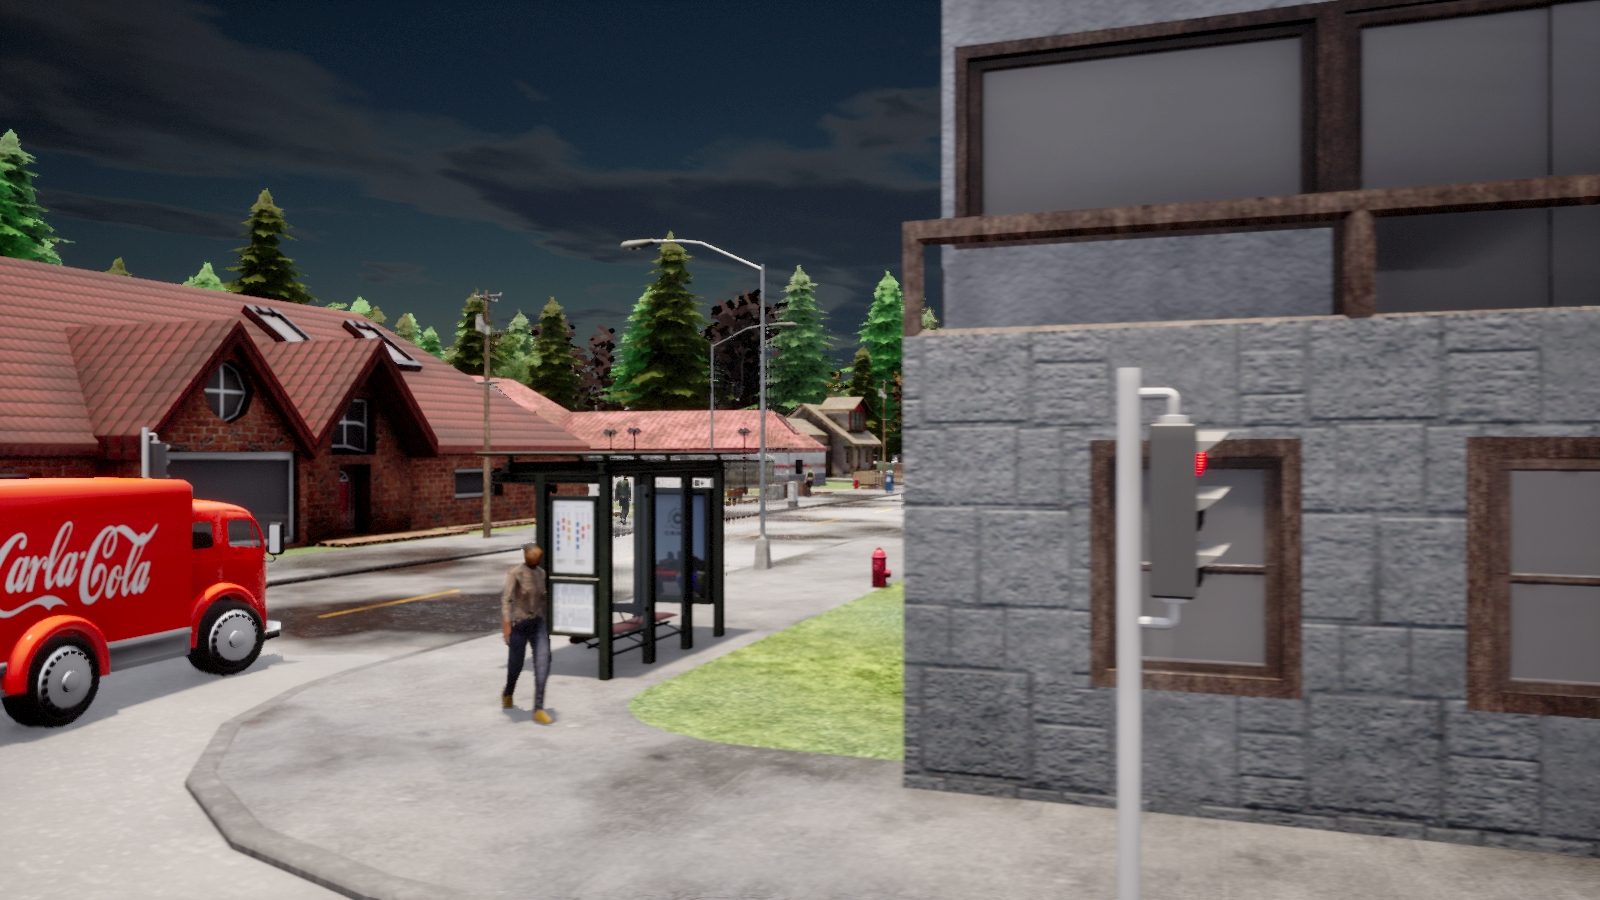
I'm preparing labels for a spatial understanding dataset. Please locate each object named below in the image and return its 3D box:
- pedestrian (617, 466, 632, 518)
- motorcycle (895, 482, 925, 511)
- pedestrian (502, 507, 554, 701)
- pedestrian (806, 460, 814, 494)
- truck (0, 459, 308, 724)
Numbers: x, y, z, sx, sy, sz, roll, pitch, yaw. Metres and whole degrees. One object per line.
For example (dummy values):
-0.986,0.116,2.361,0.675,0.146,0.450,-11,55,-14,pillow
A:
-6.365,1.524,41.431,0.375,1.860,0.375,0,0,20,pedestrian
4.775,1.994,49.385,0.803,1.145,2.033,0,0,20,motorcycle
-2.722,1.516,11.420,0.375,1.860,0.375,0,0,-41,pedestrian
0.570,1.524,64.459,0.375,1.860,0.375,0,0,14,pedestrian
-8.341,1.338,12.892,2.627,2.467,5.204,0,-1,11,truck
